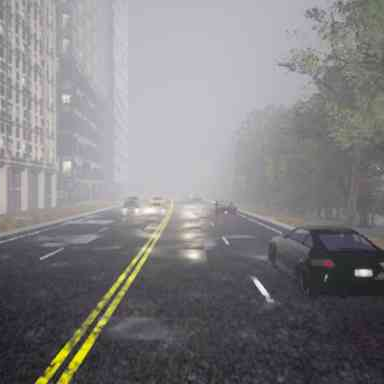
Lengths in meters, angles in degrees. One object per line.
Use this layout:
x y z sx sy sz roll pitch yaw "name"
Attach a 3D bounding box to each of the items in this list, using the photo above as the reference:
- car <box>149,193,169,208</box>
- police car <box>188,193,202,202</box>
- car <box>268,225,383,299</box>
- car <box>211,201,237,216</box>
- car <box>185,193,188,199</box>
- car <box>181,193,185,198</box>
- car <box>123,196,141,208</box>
-4.342 1.250 42.481 1.882 1.535 5.008 0 0 -2 "car"
0.858 1.133 66.616 2.038 1.542 4.974 0 0 -4 "police car"
3.289 1.518 8.417 1.994 1.385 4.181 0 0 -1 "car"
2.824 1.436 30.519 1.895 1.301 4.718 0 0 -2 "car"
0.008 1.086 77.640 1.812 1.442 4.674 0 0 -5 "car"
-0.968 1.039 88.653 2.033 1.411 5.357 0 0 -5 "car"
-7.600 1.278 42.584 1.837 1.490 4.892 0 0 -2 "car"
